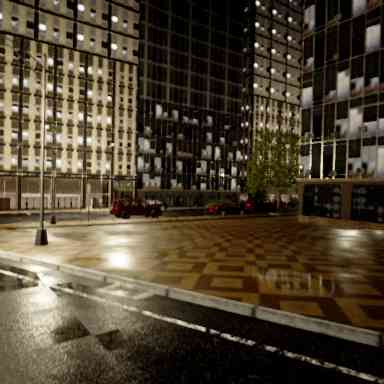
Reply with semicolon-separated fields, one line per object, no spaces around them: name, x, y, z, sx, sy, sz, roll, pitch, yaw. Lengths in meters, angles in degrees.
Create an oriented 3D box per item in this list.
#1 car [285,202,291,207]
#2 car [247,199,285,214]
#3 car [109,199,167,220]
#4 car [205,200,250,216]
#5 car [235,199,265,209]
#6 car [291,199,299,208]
car;13.568;1.896;54.127;4.206;1.307;1.802;1;1;-35
car;8.694;1.751;41.206;5.009;1.841;2.192;1;1;-35
car;-5.318;1.603;31.570;5.009;1.841;2.192;1;1;-35
car;4.018;1.931;37.998;4.507;1.381;1.887;1;1;-35
car;8.898;1.831;50.915;4.313;1.339;1.947;1;1;-35
car;18.240;1.930;57.339;4.313;1.339;1.947;1;1;-35
